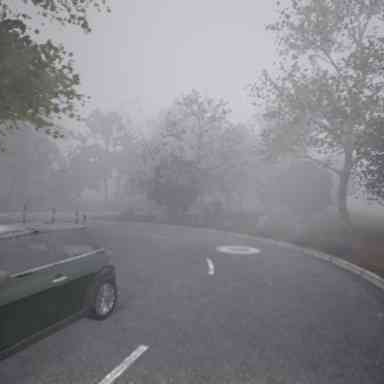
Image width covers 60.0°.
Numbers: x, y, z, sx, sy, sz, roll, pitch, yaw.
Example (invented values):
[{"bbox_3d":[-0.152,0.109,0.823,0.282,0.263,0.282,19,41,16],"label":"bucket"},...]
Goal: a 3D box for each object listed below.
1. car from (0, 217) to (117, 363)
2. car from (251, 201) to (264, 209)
[{"bbox_3d":[-3.025,1.305,4.652,2.097,1.767,4.553,1,0,21],"label":"car"},{"bbox_3d":[11.870,2.061,58.500,2.097,1.767,4.553,2,0,-3],"label":"car"}]
